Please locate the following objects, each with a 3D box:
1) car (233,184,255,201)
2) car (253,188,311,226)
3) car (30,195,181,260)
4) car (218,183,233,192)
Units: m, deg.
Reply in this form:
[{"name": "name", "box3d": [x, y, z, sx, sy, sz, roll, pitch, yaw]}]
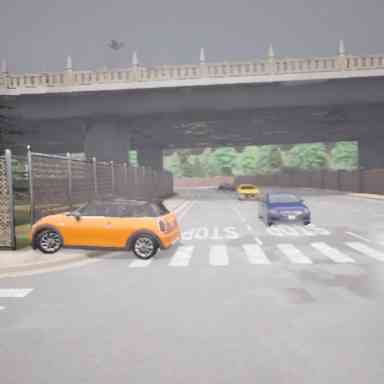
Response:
[{"name": "car", "box3d": [5.359, -0.008, 32.534, 1.882, 1.535, 5.008, -2, 2, 4]}, {"name": "car", "box3d": [4.328, 0.717, 16.280, 1.812, 1.442, 4.674, -2, 2, 4]}, {"name": "car", "box3d": [-2.718, 0.950, 10.567, 4.553, 1.767, 2.097, 1, 3, 11]}, {"name": "car", "box3d": [5.575, -0.803, 54.356, 2.033, 1.411, 5.357, -2, 2, -9]}]
